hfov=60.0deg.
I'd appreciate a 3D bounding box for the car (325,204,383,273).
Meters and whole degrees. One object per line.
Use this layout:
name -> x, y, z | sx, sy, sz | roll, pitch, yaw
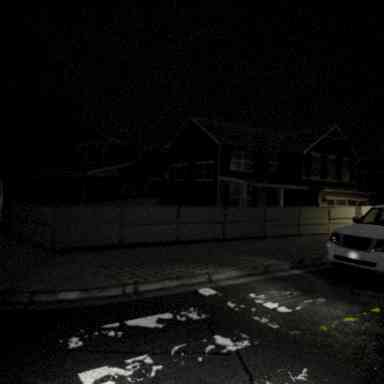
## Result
car -> 6.545, 1.391, 10.256 | 5.566, 2.045, 2.150 | 2, 0, -34
